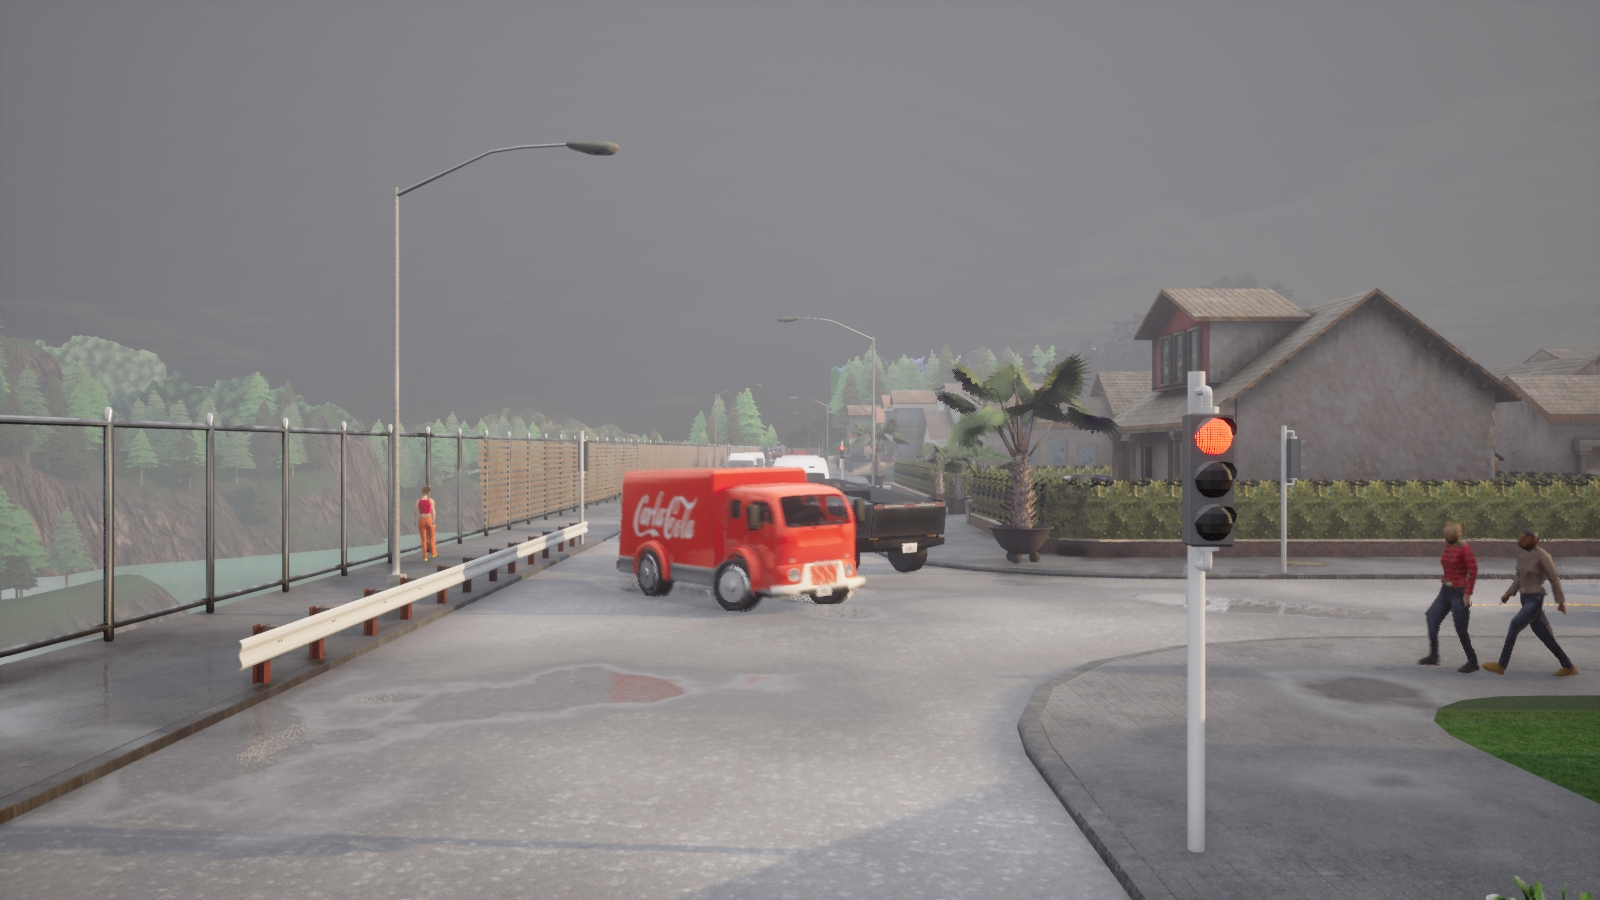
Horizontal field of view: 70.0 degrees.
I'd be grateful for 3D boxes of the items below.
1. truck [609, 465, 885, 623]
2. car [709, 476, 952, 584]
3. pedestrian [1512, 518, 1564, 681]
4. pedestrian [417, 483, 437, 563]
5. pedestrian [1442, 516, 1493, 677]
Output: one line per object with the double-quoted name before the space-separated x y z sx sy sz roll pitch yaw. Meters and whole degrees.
"truck" -1.141 1.562 21.325 2.627 2.467 5.204 -1 0 -37
"car" 0.520 1.736 26.916 2.390 2.098 6.274 0 0 -36
"pedestrian" 8.647 1.736 13.397 0.375 1.860 0.375 0 0 5
"pedestrian" -8.877 1.727 27.167 0.375 1.860 0.375 0 0 -6
"pedestrian" 7.972 1.736 13.651 0.375 1.860 0.375 0 0 -7
